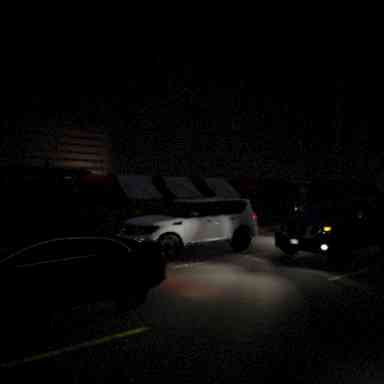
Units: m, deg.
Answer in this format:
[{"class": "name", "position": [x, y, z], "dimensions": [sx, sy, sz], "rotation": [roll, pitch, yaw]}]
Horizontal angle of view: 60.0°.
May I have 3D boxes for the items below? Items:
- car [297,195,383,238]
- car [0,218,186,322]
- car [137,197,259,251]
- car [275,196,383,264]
[{"class": "car", "position": [8.525, 1.229, 18.664], "dimensions": [5.566, 2.045, 2.150], "rotation": [0, 0, -36]}, {"class": "car", "position": [-2.793, 1.493, 6.300], "dimensions": [4.902, 1.511, 2.128], "rotation": [0, 0, -35]}, {"class": "car", "position": [0.079, 1.225, 12.649], "dimensions": [5.566, 2.045, 2.150], "rotation": [0, 0, -35]}, {"class": "car", "position": [5.514, 1.226, 12.226], "dimensions": [5.566, 2.045, 2.150], "rotation": [0, 0, -35]}]
